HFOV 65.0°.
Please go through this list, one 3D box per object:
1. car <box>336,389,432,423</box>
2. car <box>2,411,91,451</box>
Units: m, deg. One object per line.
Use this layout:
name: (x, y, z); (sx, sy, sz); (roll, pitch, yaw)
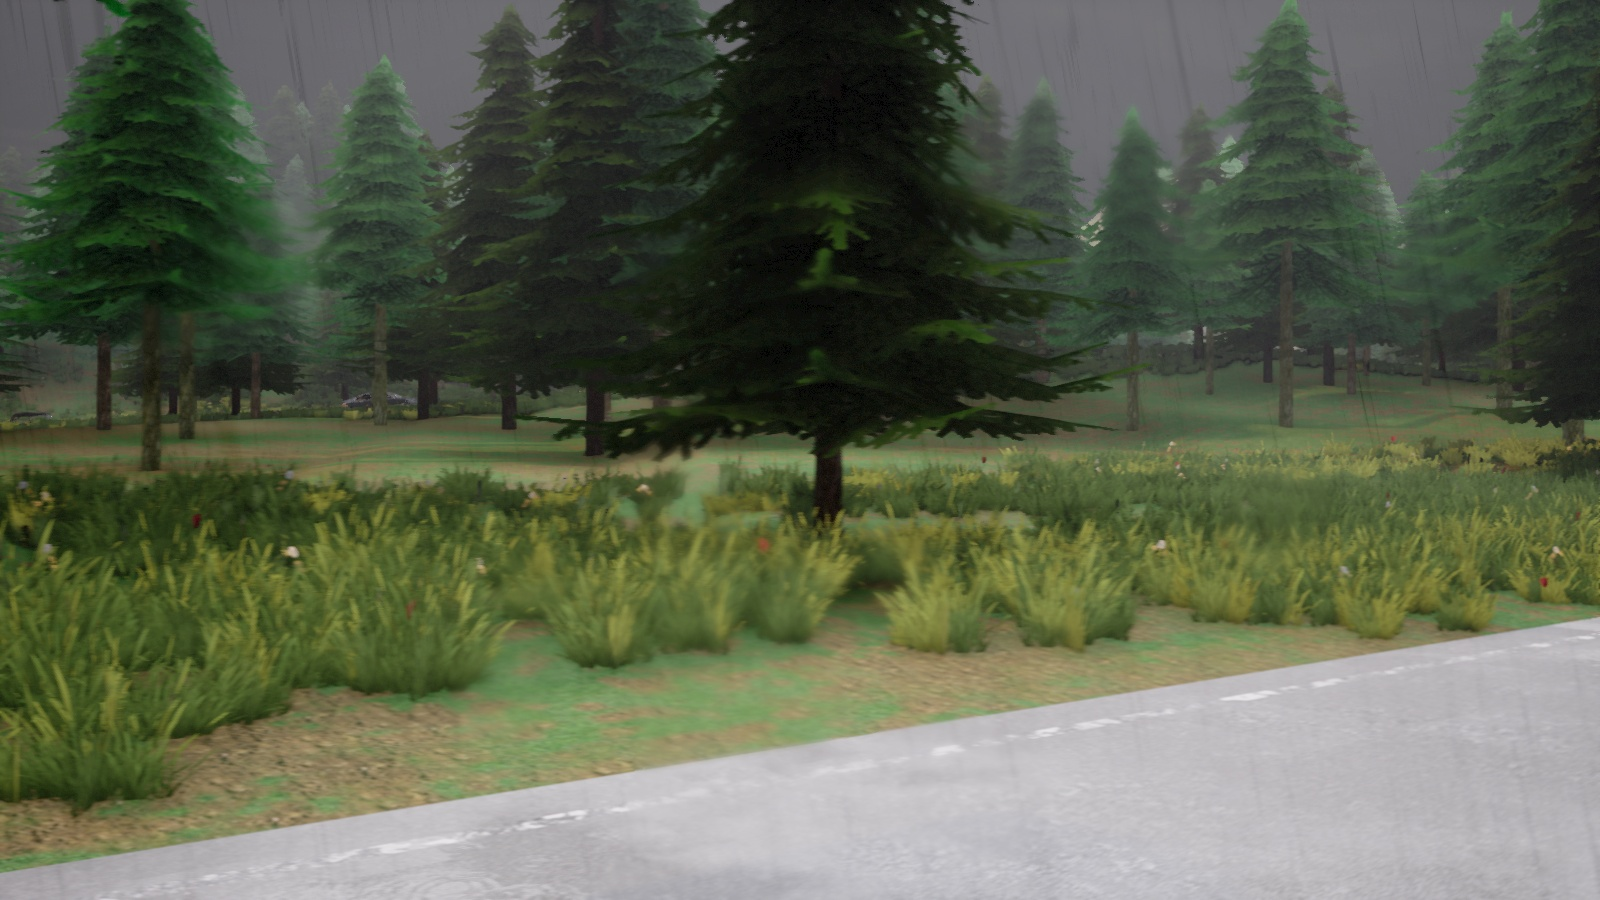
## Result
car: (-24.339, -2.563, 73.547); (4.892, 1.490, 1.837); (-5, -1, 2)
car: (-42.281, -1.085, 70.574); (3.866, 1.878, 1.905); (-6, 2, -22)
